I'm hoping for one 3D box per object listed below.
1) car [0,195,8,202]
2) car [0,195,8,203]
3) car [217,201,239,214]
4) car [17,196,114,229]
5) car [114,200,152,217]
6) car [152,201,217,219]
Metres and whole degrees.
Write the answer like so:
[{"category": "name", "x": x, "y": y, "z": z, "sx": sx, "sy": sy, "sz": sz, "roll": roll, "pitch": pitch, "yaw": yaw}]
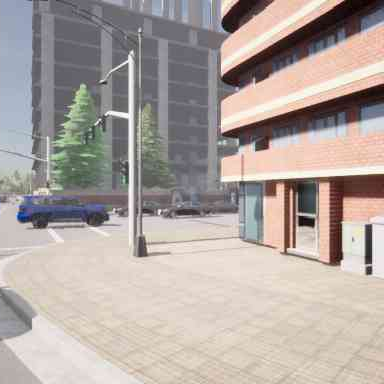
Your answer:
[{"category": "car", "x": -42.553, "y": 1.500, "z": 74.788, "sx": 1.837, "sy": 1.490, "sz": 4.892, "roll": 0, "pitch": 0, "yaw": -27}, {"category": "car", "x": -38.018, "y": 1.595, "z": 65.938, "sx": 1.895, "sy": 1.301, "sz": 4.718, "roll": 0, "pitch": 0, "yaw": -27}, {"category": "car", "x": 2.998, "y": 1.619, "z": 35.541, "sx": 4.181, "sy": 1.385, "sz": 1.994, "roll": 0, "pitch": 0, "yaw": -27}, {"category": "car", "x": -8.318, "y": 1.264, "z": 21.785, "sx": 5.566, "sy": 2.045, "sz": 2.150, "roll": 1, "pitch": 0, "yaw": -27}, {"category": "car", "x": -4.962, "y": 1.547, "z": 31.531, "sx": 4.902, "sy": 1.511, "sz": 2.128, "roll": 0, "pitch": 0, "yaw": -27}, {"category": "car", "x": -0.654, "y": 1.547, "z": 29.781, "sx": 4.902, "sy": 1.511, "sz": 2.128, "roll": 0, "pitch": 0, "yaw": -27}]
